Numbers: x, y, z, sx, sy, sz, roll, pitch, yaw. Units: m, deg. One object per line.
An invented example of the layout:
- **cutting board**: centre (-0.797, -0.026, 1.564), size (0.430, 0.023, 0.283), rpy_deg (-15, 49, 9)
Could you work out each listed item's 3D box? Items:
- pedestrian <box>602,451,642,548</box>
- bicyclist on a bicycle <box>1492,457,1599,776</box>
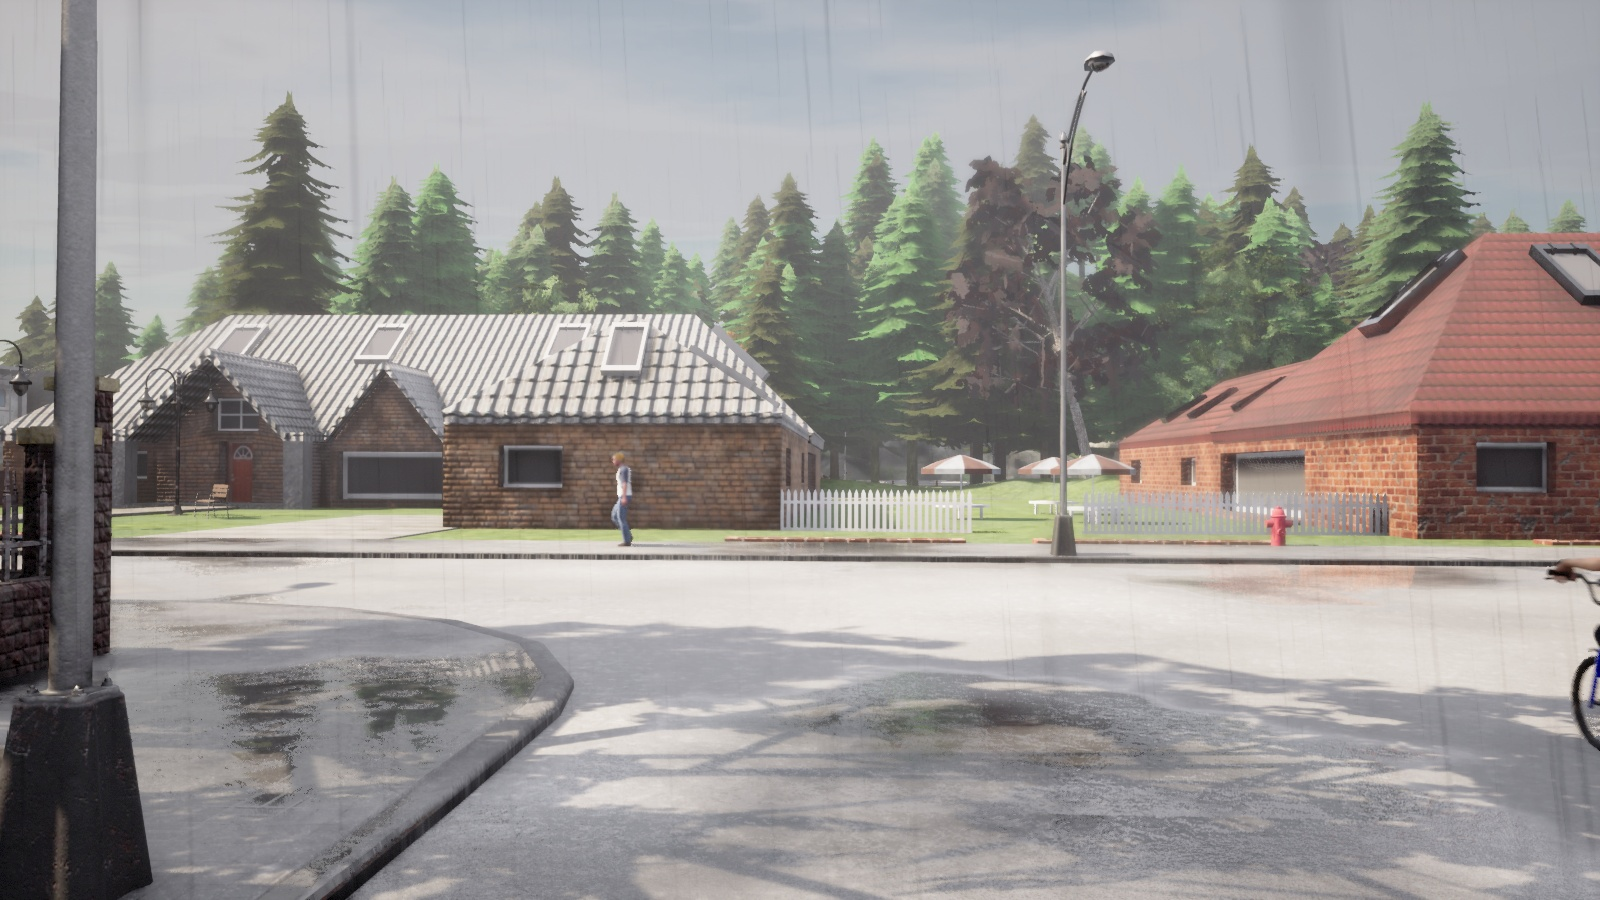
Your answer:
- **pedestrian**: centre (-3.395, 0.939, 23.963), size (0.706, 1.836, 0.354), rpy_deg (0, -1, 2)
- **bicyclist on a bicycle**: centre (4.487, 0.844, 6.622), size (0.866, 1.612, 1.509), rpy_deg (0, -1, 2)
